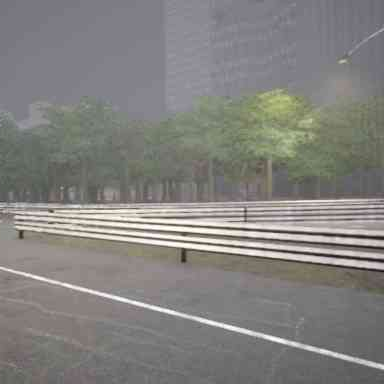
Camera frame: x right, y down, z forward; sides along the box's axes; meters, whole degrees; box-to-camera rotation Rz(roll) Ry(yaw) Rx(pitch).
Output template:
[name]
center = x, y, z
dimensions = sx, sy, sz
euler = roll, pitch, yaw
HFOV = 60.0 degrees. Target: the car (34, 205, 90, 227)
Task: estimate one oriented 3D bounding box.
[car]
center = -8.759, 1.625, 23.366
dimensions = 4.674, 1.442, 1.812
euler = -1, 0, 15
